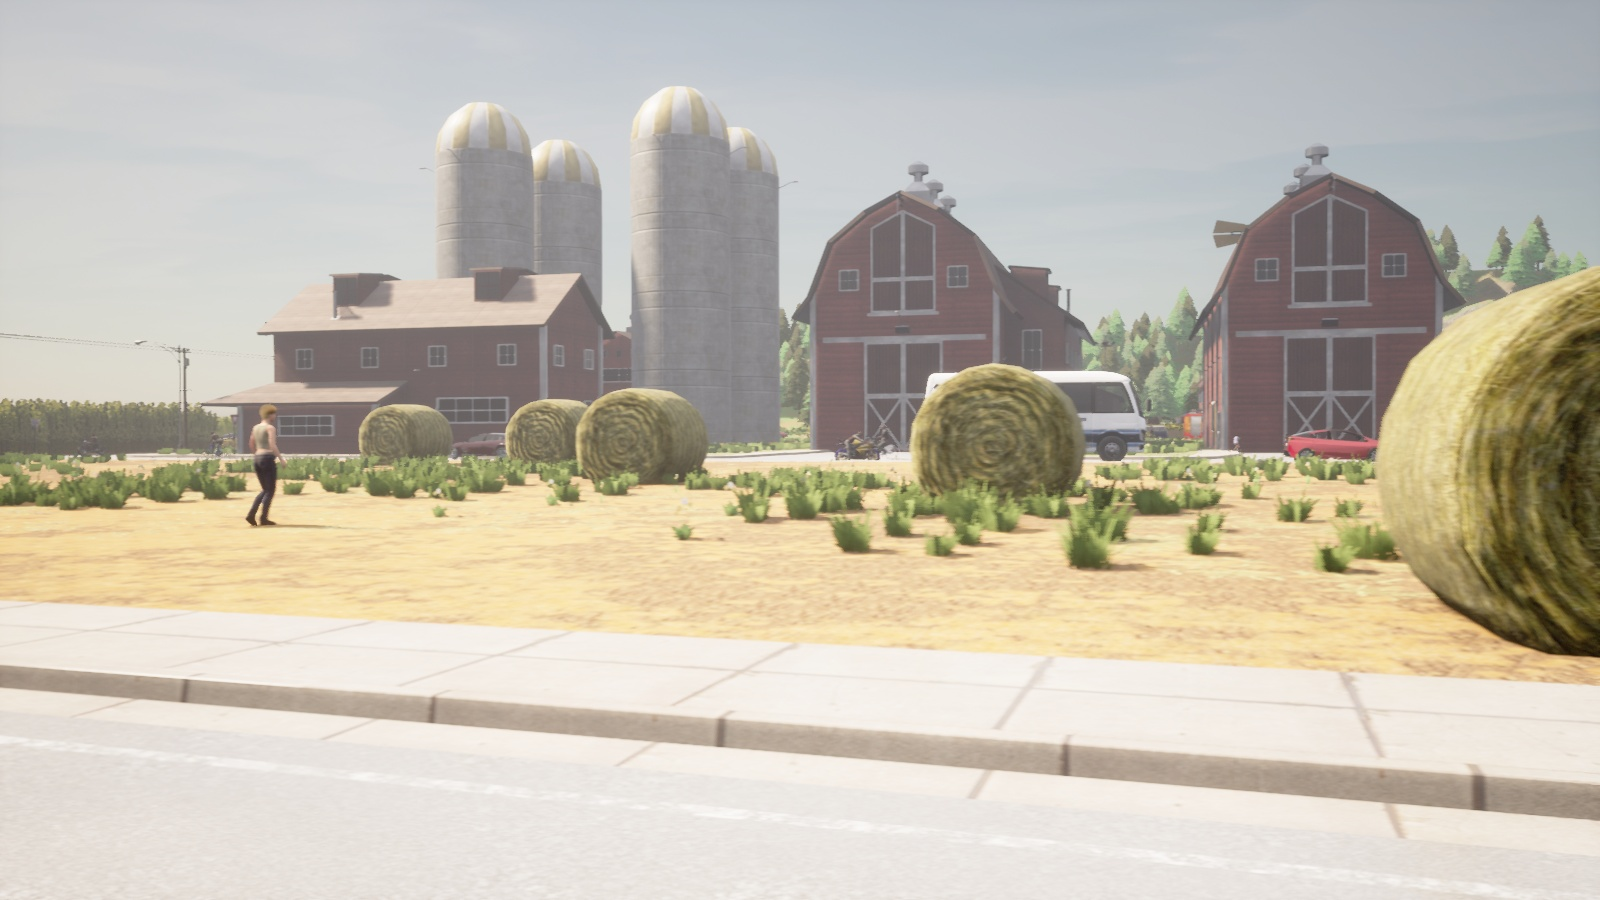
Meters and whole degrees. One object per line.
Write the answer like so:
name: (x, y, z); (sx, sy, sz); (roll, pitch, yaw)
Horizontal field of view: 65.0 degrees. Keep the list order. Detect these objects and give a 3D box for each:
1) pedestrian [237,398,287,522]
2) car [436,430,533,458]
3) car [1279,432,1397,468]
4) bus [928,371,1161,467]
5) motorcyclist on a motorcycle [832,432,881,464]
pedestrian: (-8.085, 0.139, 18.871); (0.345, 1.836, 0.594); (1, 1, 30)
car: (-17.506, -0.349, 69.779); (4.792, 1.488, 2.163); (0, 1, 15)
car: (23.629, -0.019, 55.312); (4.514, 1.525, 2.007); (0, 1, 15)
bus: (11.403, -1.436, 58.516); (10.273, 4.253, 3.944); (0, 1, 15)
motorcyclist on a motorcycle: (2.729, -0.105, 60.820); (2.191, 1.530, 0.866); (1, 1, 15)
